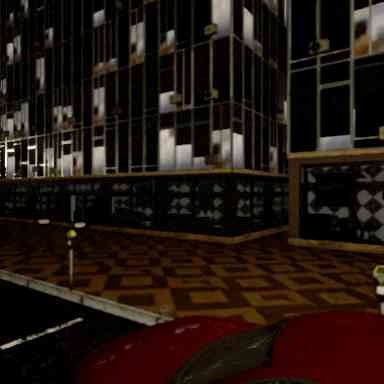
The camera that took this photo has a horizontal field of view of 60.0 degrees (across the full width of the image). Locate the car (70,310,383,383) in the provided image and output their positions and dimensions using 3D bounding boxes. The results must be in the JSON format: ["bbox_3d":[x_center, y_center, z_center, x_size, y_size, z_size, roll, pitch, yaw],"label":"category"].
[{"bbox_3d":[1.009,1.544,2.157,4.507,1.381,1.887,0,0,36],"label":"car"}]
